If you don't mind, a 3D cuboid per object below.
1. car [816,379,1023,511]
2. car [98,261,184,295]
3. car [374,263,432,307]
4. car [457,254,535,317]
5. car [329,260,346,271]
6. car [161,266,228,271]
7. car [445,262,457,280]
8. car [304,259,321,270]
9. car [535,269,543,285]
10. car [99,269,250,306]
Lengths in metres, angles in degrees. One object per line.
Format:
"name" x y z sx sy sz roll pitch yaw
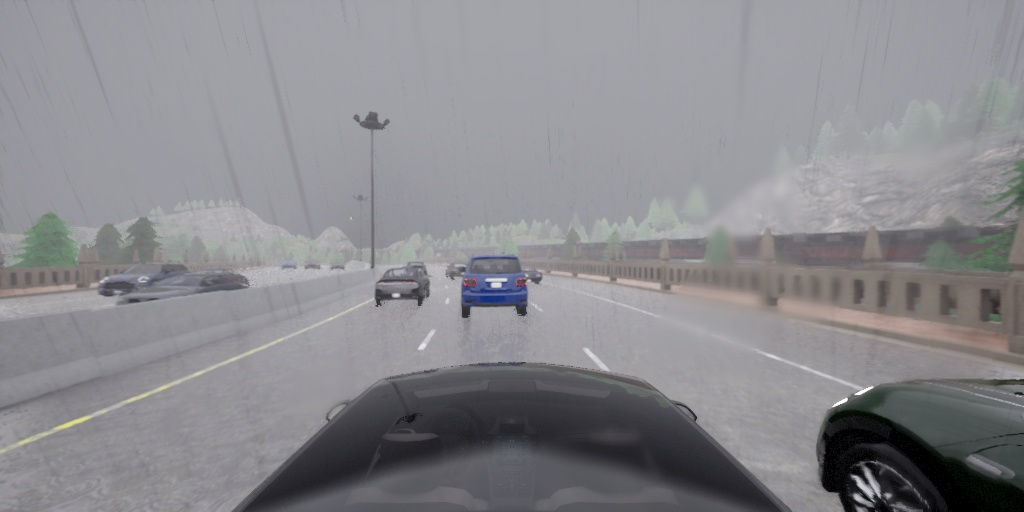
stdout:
"car" 3.408 1.092 0.884 2.097 1.767 4.553 0 0 0
"car" -19.825 1.184 19.736 2.097 1.767 4.553 0 0 -14
"car" -4.660 1.244 15.716 2.128 1.511 4.902 0 0 -8
"car" -0.786 0.958 13.408 2.150 2.045 5.566 0 0 -7
"car" -25.798 1.352 53.088 1.837 1.490 4.892 -1 0 -26
"car" -16.188 1.375 19.438 1.994 1.385 4.181 0 0 -12
"car" -4.671 1.255 31.387 1.812 1.442 4.674 0 0 -17
"car" -31.717 1.240 57.097 2.097 1.767 4.553 -1 0 -26
"car" 0.604 1.310 25.457 1.895 1.301 4.718 0 0 -13
"car" -11.524 1.351 12.885 1.994 1.385 4.181 0 0 -8
